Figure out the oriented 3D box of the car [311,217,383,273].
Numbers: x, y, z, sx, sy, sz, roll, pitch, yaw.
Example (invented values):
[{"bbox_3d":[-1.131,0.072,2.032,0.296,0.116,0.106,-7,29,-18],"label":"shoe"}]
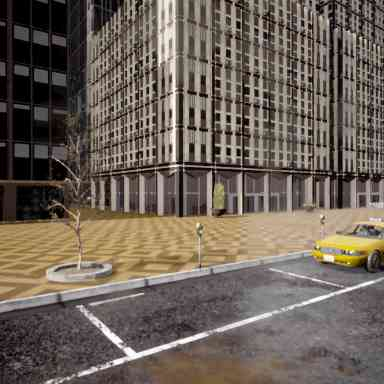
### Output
[{"bbox_3d":[5.780,1.526,10.677,4.829,1.417,1.752,0,0,-35],"label":"car"}]
